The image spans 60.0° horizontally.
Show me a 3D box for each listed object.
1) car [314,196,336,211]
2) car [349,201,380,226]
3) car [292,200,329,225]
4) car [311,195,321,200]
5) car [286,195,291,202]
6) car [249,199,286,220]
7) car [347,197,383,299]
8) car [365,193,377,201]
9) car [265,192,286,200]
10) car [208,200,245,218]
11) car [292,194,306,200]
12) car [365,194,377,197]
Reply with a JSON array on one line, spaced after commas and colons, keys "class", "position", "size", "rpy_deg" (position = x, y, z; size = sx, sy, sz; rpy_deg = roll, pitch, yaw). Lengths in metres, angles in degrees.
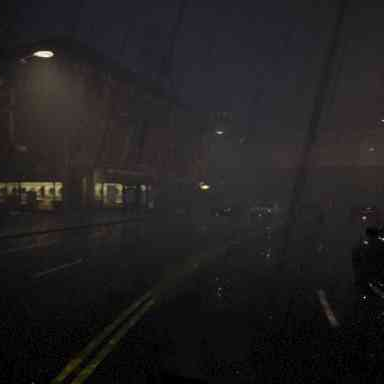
[{"class": "car", "position": [15.804, 1.519, 39.082], "size": [1.895, 1.301, 4.718], "rpy_deg": [1, 0, 26]}, {"class": "car", "position": [12.633, 1.471, 24.498], "size": [1.837, 1.490, 4.892], "rpy_deg": [0, 0, 26]}, {"class": "car", "position": [8.357, 1.506, 23.663], "size": [1.994, 1.385, 4.181], "rpy_deg": [0, 0, 26]}, {"class": "car", "position": [24.565, 1.344, 65.166], "size": [1.837, 1.490, 4.892], "rpy_deg": [1, 0, 27]}, {"class": "car", "position": [18.035, 1.396, 66.974], "size": [1.895, 1.301, 4.718], "rpy_deg": [1, 0, 26]}, {"class": "car", "position": [6.242, 1.510, 27.846], "size": [1.895, 1.301, 4.718], "rpy_deg": [1, 0, 26]}, {"class": "car", "position": [4.351, 1.224, 5.352], "size": [2.150, 2.045, 5.566], "rpy_deg": [0, 0, 12]}, {"class": "car", "position": [42.738, 1.258, 79.426], "size": [2.185, 1.767, 4.553], "rpy_deg": [1, 0, 26]}, {"class": "car", "position": [14.842, 1.040, 60.302], "size": [2.435, 2.045, 5.566], "rpy_deg": [1, 0, 26]}, {"class": "car", "position": [3.221, 1.428, 29.639], "size": [2.033, 1.411, 5.357], "rpy_deg": [1, 0, 26]}, {"class": "car", "position": [21.439, 1.172, 66.736], "size": [2.097, 1.767, 4.553], "rpy_deg": [1, 0, 27]}, {"class": "car", "position": [37.992, 1.399, 69.752], "size": [2.231, 1.521, 4.892], "rpy_deg": [1, 0, 36]}]
